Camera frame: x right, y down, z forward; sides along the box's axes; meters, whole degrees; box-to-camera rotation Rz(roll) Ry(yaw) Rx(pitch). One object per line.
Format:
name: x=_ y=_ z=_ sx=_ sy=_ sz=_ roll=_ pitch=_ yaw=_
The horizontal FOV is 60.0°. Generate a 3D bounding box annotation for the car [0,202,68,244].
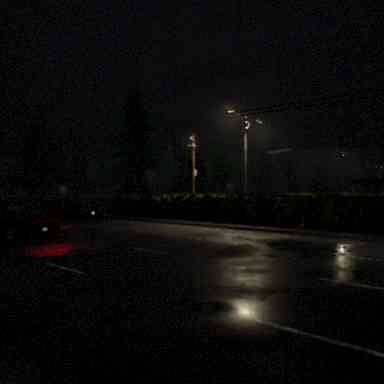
car: x=-8.160 y=1.418 z=15.657 sx=5.008 sy=1.535 sz=1.882 roll=0 pitch=0 yaw=39

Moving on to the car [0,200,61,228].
car: x=-11.116 y=1.392 z=22.555 sx=5.008 sy=1.535 sz=1.882 roll=0 pitch=0 yaw=39

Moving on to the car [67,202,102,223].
car: x=-8.648 y=1.470 z=25.063 sx=4.181 sy=1.385 sz=1.994 roll=0 pitch=0 yaw=39
